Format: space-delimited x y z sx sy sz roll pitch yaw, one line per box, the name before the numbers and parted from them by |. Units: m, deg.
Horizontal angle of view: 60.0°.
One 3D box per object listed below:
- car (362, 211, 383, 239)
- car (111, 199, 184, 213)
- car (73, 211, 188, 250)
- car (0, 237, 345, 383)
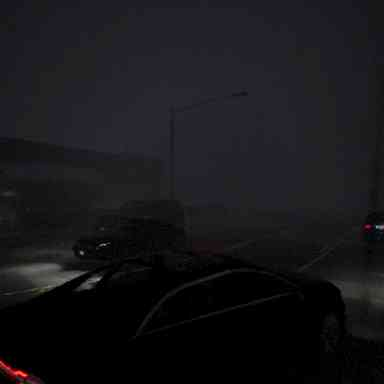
car | 10.278 1.734 17.840 2.033 1.411 5.357 0 -1 31
car | -2.541 1.386 17.596 2.150 2.045 5.566 0 -1 35
car | -2.027 1.639 12.240 1.812 1.442 4.674 0 -1 38
car | 0.152 1.532 4.202 4.902 1.511 2.128 1 -1 -41
